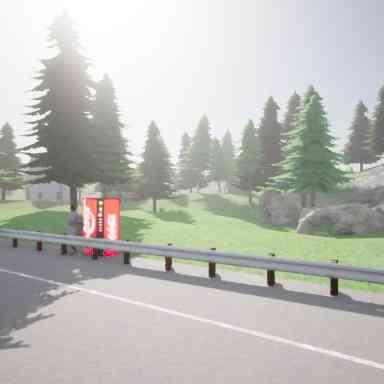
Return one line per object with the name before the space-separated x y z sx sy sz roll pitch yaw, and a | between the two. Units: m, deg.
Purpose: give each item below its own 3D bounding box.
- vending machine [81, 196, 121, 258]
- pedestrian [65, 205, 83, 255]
vending machine | -3.292 1.195 12.045 0.880 2.100 1.100 0 0 33
pedestrian | -4.206 1.294 11.939 0.375 1.860 0.375 0 0 32
